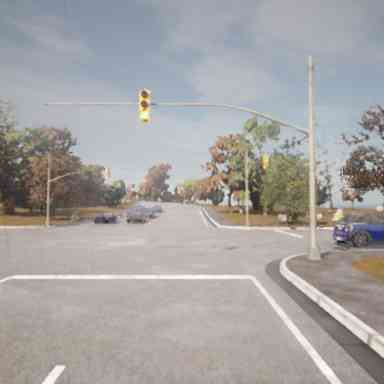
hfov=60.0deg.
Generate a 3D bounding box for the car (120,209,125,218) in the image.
[{"bbox_3d":[-10.561,3.469,54.765,1.812,1.442,4.674,0,-1,1],"label":"car"}]

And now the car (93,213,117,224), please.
[{"bbox_3d":[-10.583,3.207,40.879,1.895,1.301,4.718,0,-2,0],"label":"car"}]

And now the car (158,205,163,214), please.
[{"bbox_3d":[-6.986,3.463,67.066,1.882,1.535,5.008,0,1,0],"label":"car"}]

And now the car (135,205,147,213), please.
[{"bbox_3d":[-10.480,3.459,68.567,1.882,1.535,5.008,0,0,0],"label":"car"}]

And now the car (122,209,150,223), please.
[{"bbox_3d":[-7.081,3.218,42.777,2.033,1.411,5.357,0,-2,0],"label":"car"}]

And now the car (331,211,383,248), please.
[{"bbox_3d":[9.753,1.883,17.139,4.553,1.767,2.097,0,-3,-1],"label":"car"}]

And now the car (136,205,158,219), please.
[{"bbox_3d":[-7.072,3.256,51.934,2.097,1.767,4.553,0,-1,0],"label":"car"}]

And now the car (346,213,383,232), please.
[{"bbox_3d":[15.802,2.539,27.882,4.892,1.490,1.837,0,-3,-2],"label":"car"}]
